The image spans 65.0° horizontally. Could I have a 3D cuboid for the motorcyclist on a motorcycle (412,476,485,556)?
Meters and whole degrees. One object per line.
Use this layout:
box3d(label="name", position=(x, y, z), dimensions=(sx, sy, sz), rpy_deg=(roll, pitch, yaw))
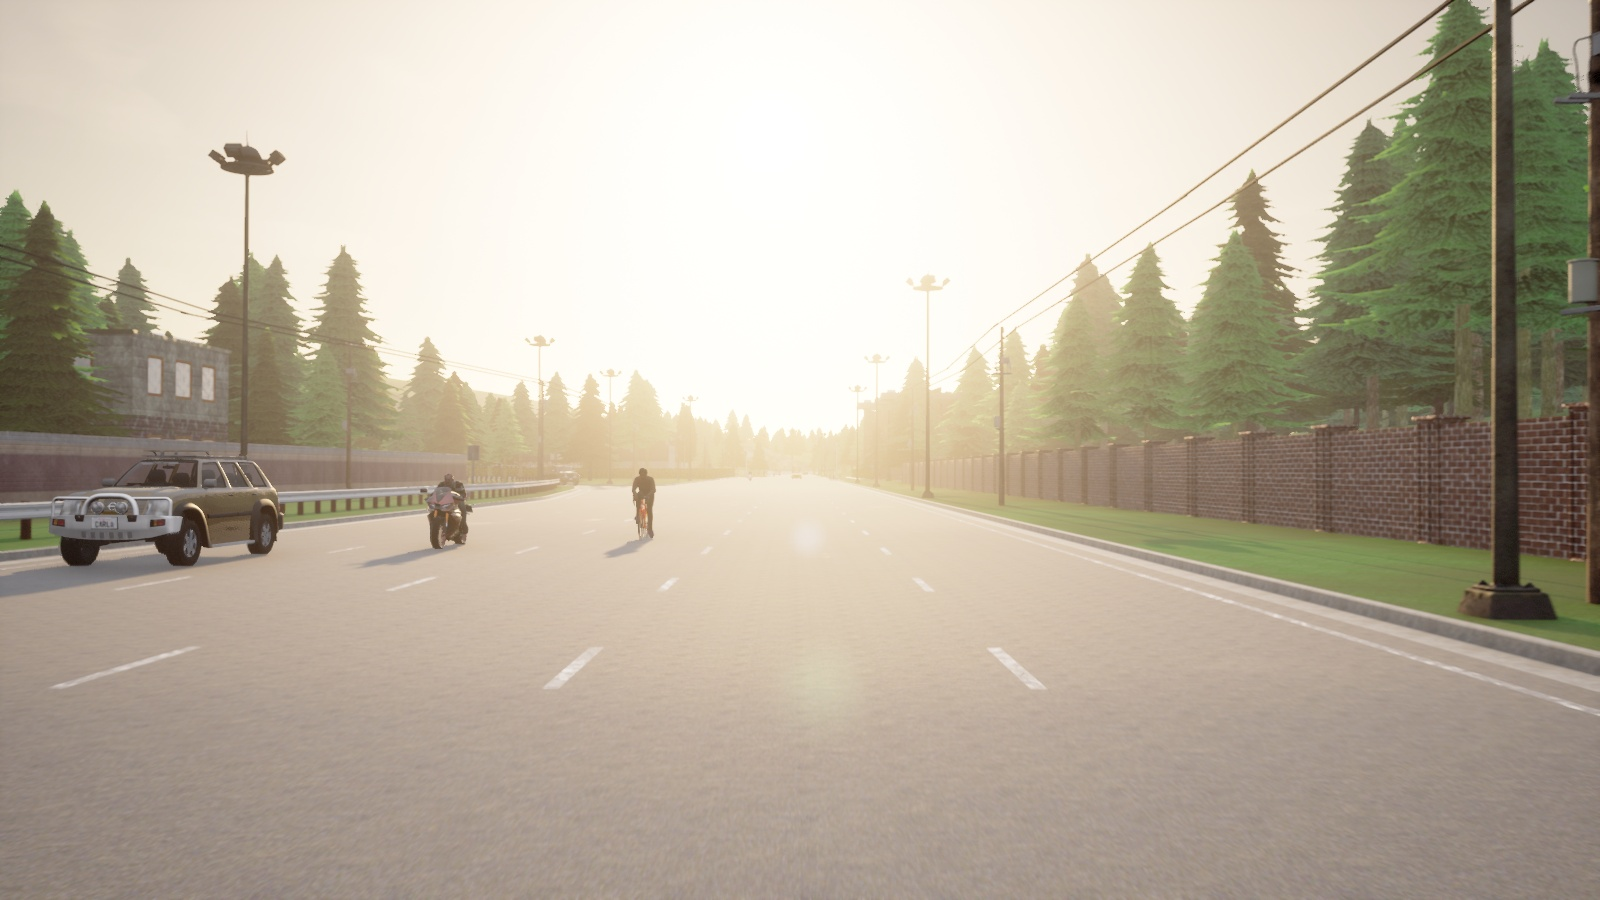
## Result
box3d(label="motorcyclist on a motorcycle", position=(-7.061, 1.302, 25.343), dimensions=(0.866, 1.530, 2.191), rpy_deg=(0, -1, 0))

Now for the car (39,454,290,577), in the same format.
box3d(label="car", position=(-10.552, 1.030, 21.316), dimensions=(1.932, 1.855, 4.605), rpy_deg=(0, -1, 0))

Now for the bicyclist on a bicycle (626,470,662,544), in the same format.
box3d(label="bicyclist on a bicycle", position=(-3.518, 1.257, 28.374), dimensions=(0.582, 1.620, 1.656), rpy_deg=(0, -1, 1))
